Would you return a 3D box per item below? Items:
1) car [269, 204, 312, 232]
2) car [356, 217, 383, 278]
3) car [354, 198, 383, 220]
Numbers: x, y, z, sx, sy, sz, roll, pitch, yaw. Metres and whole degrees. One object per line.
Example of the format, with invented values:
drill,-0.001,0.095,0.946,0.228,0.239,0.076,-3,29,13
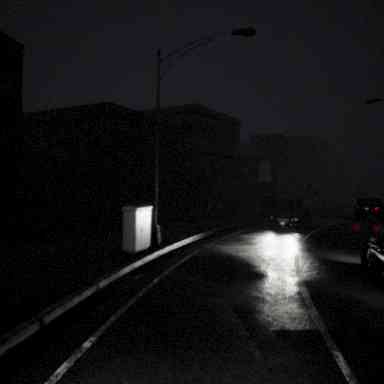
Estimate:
car,6.332,1.545,21.094,2.128,1.511,4.902,2,1,29
car,5.612,1.634,8.214,1.812,1.442,4.674,2,0,14
car,16.220,1.542,30.103,2.150,2.045,5.566,2,1,36
